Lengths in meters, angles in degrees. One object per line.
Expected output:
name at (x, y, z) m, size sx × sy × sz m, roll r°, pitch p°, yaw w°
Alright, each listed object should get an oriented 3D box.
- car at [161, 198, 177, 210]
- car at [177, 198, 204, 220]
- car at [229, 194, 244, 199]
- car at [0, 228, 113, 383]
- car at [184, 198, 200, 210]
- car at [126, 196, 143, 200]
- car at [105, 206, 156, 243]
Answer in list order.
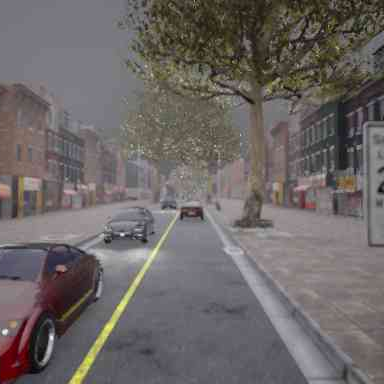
car at (-2.773, 1.467, 41.495) m, size 2.033 × 1.411 × 5.357 m, roll 0°, pitch 0°, yaw 0°
car at (0.005, 1.418, 27.585) m, size 1.882 × 1.535 × 5.008 m, roll 0°, pitch 0°, yaw 0°
car at (12.126, 1.314, 86.277) m, size 4.829 × 1.417 × 1.752 m, roll -1°, pitch -1°, yaw 0°
car at (-2.850, 1.562, 5.469) m, size 1.994 × 1.385 × 4.181 m, roll 0°, pitch 0°, yaw 0°
car at (0.040, 1.483, 42.691) m, size 1.994 × 1.385 × 4.181 m, roll 0°, pitch 0°, yaw 0°
car at (-14.887, 1.629, 86.084) m, size 4.507 × 1.381 × 1.887 m, roll -1°, pitch -1°, yaw 0°
car at (-2.845, 1.475, 15.970) m, size 1.837 × 1.490 × 4.892 m, roll 0°, pitch 0°, yaw 0°
